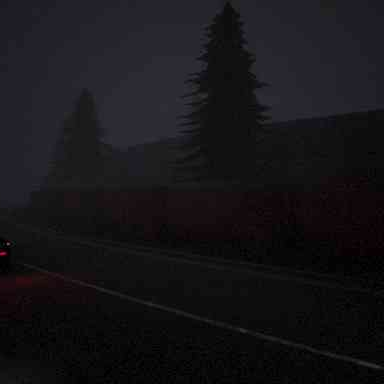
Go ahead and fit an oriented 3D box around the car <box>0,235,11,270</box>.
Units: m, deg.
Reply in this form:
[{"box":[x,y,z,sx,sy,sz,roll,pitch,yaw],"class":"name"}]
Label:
[{"box":[-7.111,1.592,10.193,4.674,1.442,1.812,0,0,43],"class":"car"}]
